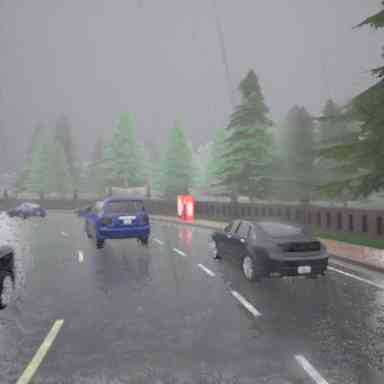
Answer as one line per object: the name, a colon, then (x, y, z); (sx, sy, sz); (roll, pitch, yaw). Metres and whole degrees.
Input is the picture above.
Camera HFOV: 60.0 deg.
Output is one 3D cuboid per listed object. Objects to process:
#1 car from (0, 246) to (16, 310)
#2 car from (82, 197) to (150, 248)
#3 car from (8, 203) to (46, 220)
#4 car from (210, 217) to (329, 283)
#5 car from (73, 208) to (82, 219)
car: (-4.259, 1.520, 4.919); (1.882, 1.535, 5.008); (0, 0, -11)
car: (-3.579, 1.262, 15.412); (2.150, 2.045, 5.566); (0, 0, -24)
car: (-14.957, 1.679, 30.087); (4.674, 1.442, 1.812); (-1, 0, 40)
car: (1.937, 1.492, 9.771); (1.837, 1.490, 4.892); (0, 0, -14)
car: (-8.547, 1.694, 28.960); (1.895, 1.301, 4.718); (0, 0, -43)
